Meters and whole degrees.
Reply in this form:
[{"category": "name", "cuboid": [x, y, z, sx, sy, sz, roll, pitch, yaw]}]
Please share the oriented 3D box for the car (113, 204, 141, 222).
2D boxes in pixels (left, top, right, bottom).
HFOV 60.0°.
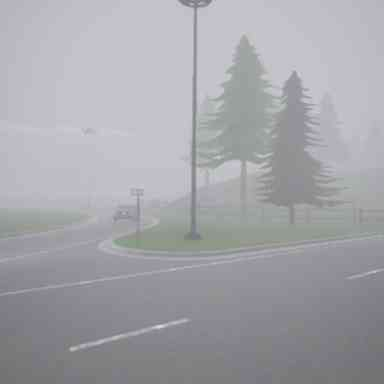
[{"category": "car", "cuboid": [-5.403, 1.693, 27.904, 2.033, 1.411, 5.357, 1, 0, -4]}]
